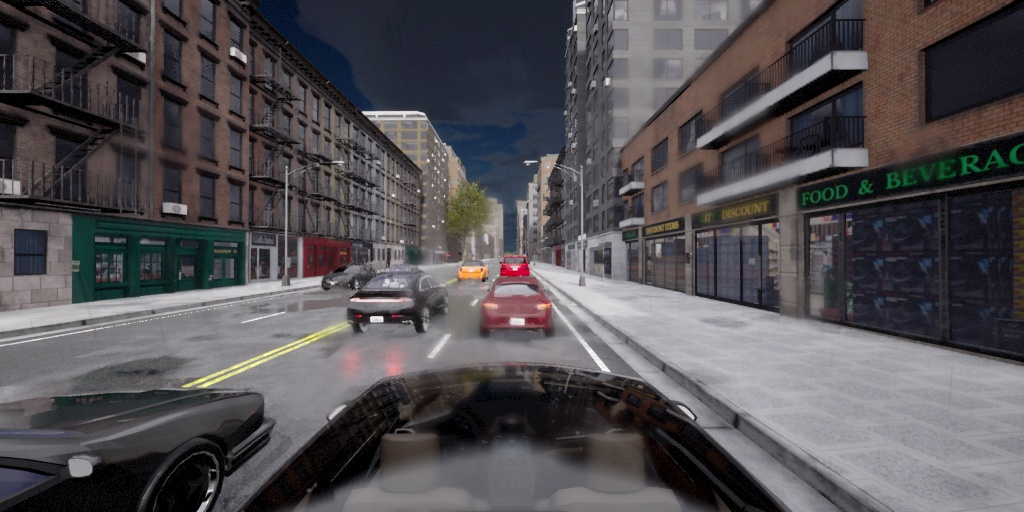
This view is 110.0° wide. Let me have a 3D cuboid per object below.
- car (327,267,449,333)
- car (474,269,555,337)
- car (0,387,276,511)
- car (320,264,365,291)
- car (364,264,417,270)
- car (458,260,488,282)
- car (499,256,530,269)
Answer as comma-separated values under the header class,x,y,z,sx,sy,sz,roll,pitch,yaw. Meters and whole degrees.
class,x,y,z,sx,sy,sz,roll,pitch,yaw
car,-3.110,1.244,10.662,2.128,1.511,4.902,0,0,0
car,0.131,1.278,10.159,1.812,1.442,4.674,0,0,0
car,-3.160,1.297,0.852,2.033,1.411,5.357,0,0,1
car,-9.770,1.263,21.971,1.837,1.490,4.892,0,0,0
car,-6.524,1.249,21.187,2.128,1.511,4.902,0,0,0
car,-3.041,1.116,28.950,2.097,1.767,4.553,0,0,0
car,0.206,0.984,27.257,2.150,2.045,5.566,0,0,0
